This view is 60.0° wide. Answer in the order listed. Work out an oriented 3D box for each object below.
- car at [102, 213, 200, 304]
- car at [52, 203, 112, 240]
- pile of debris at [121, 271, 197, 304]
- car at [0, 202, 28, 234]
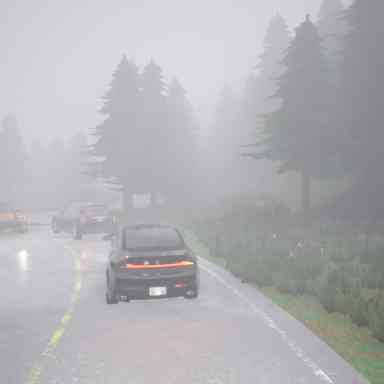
[{"bbox_3d":[-1.115,1.504,8.240,1.837,1.490,4.892,0,0,-12],"label":"car"},{"bbox_3d":[-5.718,1.352,17.458,2.097,1.767,4.553,0,0,-39],"label":"car"},{"bbox_3d":[-0.858,2.175,7.751,1.500,0.140,1.860,0,0,-14],"label":"pile of debris"},{"bbox_3d":[-10.671,1.353,18.051,4.553,1.767,2.097,0,0,45],"label":"car"}]
